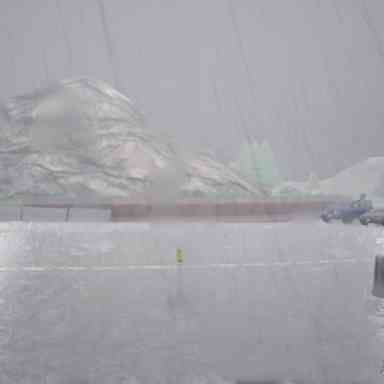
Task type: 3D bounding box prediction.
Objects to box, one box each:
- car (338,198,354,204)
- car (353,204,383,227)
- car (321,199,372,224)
[{"bbox_3d":[39.723,2.218,85.881,1.837,1.490,4.892,0,0,-3],"label":"car"},{"bbox_3d":[14.714,1.860,25.235,4.892,1.490,1.837,2,-2,-32],"label":"car"},{"bbox_3d":[13.491,1.641,28.570,5.566,2.045,2.150,1,-2,-33],"label":"car"}]
